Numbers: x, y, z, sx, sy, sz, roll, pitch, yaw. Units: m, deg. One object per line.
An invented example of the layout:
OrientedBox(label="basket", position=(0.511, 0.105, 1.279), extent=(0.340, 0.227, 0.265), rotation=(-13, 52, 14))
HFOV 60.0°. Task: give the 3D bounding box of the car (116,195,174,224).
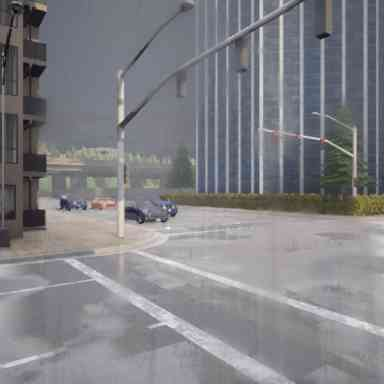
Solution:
OrientedBox(label="car", position=(-3.606, 1.353, 24.745), extent=(2.097, 1.767, 4.553), rotation=(0, 0, -35))

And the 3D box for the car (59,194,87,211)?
OrientedBox(label="car", position=(-14.448, 1.223, 40.273), extent=(2.150, 2.045, 5.566), rotation=(0, 0, -35))

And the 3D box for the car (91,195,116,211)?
OrientedBox(label="car", position=(-10.901, 1.352, 41.302), extent=(2.097, 1.767, 4.553), rotation=(0, 0, -35))

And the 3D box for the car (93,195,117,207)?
OrientedBox(label="car", position=(-13.390, 1.352, 51.202), extent=(2.097, 1.767, 4.553), rotation=(0, 0, -36))

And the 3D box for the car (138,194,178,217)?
OrientedBox(label="car", position=(-3.508, 1.221, 30.702), extent=(2.150, 2.045, 5.566), rotation=(0, 0, -35))
